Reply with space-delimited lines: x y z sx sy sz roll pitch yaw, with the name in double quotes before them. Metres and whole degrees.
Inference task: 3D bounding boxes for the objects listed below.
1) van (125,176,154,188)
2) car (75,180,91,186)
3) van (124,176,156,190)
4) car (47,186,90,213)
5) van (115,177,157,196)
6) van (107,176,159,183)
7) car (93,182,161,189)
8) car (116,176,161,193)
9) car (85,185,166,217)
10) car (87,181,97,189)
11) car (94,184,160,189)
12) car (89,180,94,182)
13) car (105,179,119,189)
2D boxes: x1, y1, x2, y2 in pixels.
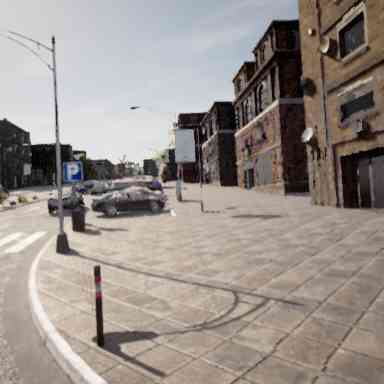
"van" -9.103 -1.753 57.890 4.442 1.987 1.878 -4 4 -27
"car" -15.667 -0.404 45.733 1.812 1.442 4.674 -3 4 -7
"van" -8.090 -1.405 51.979 4.442 1.987 1.878 -4 4 -27
"car" -9.461 0.655 25.100 2.128 1.511 4.902 -3 4 -8
"van" -6.671 -0.667 39.811 4.442 1.987 1.878 -4 4 -27
"van" -5.251 -0.138 30.885 4.442 1.987 1.878 -4 4 -27
"car" -5.106 0.282 27.743 5.366 1.575 1.946 -4 4 -27
"car" -7.358 -1.063 45.910 5.566 2.045 2.435 -4 4 -27
"car" -4.140 0.638 21.806 4.892 1.521 2.231 -4 4 -27
"car" -12.008 -0.384 43.629 1.994 1.385 4.181 -3 4 -7
"car" -4.533 0.496 24.819 4.674 1.452 2.002 -4 4 -27
"car" -17.010 -1.173 55.649 2.097 1.767 4.553 -3 4 -7
"car" -14.098 -1.395 59.049 1.882 1.535 5.008 -3 4 -7
